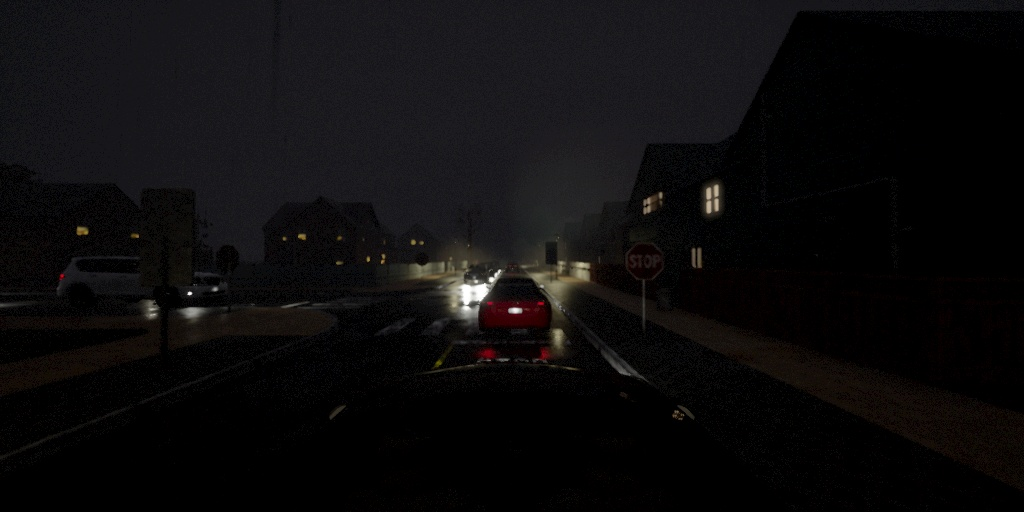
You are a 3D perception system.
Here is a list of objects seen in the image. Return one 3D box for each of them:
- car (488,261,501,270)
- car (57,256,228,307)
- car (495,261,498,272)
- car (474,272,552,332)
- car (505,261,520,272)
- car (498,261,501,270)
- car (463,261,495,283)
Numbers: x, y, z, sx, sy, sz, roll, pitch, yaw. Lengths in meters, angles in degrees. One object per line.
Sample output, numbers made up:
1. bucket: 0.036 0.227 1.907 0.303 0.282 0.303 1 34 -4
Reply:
1. car: -2.800 1.561 59.374 1.837 1.490 4.892 0 0 1
2. car: -14.967 1.019 14.743 5.566 2.045 2.150 0 -1 -1
3. car: -2.847 1.422 38.953 1.882 1.535 5.008 0 0 0
4. car: 0.097 1.362 11.102 1.994 1.385 4.181 0 0 0
5. car: 0.096 1.511 50.369 1.837 1.490 4.892 0 0 0
6. car: -2.843 1.524 49.014 1.812 1.442 4.674 0 0 0
7. car: -2.851 1.386 29.635 2.128 1.511 4.902 0 0 0
